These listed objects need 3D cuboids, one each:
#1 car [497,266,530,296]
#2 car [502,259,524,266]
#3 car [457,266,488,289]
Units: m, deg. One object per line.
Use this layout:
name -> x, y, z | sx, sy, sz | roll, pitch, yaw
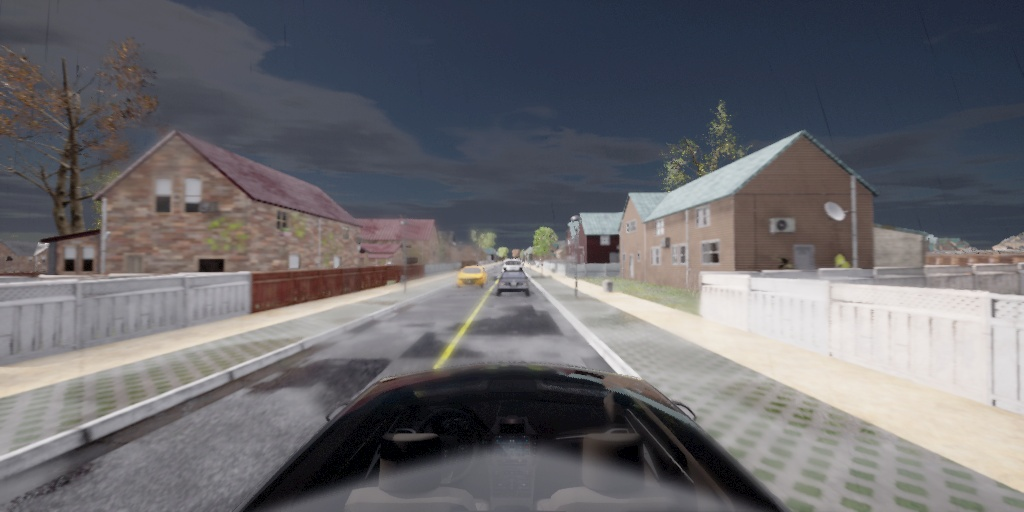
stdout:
car -> 0.096, 1.502, 20.842 | 2.033, 1.411, 5.357 | 0, -1, 0
car -> 0.105, 1.351, 37.249 | 2.150, 2.045, 5.566 | 0, 0, 0
car -> -2.847, 1.490, 26.346 | 1.882, 1.535, 5.008 | 0, -1, 0
